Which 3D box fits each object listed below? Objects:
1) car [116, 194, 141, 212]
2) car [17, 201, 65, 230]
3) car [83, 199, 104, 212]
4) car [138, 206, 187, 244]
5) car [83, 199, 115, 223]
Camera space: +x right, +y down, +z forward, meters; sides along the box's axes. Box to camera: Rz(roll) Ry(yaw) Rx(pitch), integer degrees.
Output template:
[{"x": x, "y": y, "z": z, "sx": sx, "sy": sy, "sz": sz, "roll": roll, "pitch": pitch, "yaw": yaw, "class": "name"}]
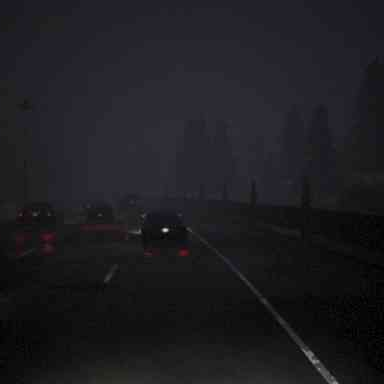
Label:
[{"x": -7.373, "y": 1.202, "z": 38.211, "sx": 2.150, "sy": 2.045, "sz": 5.566, "roll": 0, "pitch": 0, "yaw": -21, "class": "car"}, {"x": -9.612, "y": 1.353, "z": 21.453, "sx": 2.097, "sy": 1.767, "sz": 4.553, "roll": 0, "pitch": 0, "yaw": -12, "class": "car"}, {"x": -11.931, "y": 1.553, "z": 39.985, "sx": 1.994, "sy": 1.385, "sz": 4.181, "roll": 0, "pitch": 0, "yaw": -22, "class": "car"}, {"x": -1.401, "y": 1.552, "z": 15.747, "sx": 1.994, "sy": 1.385, "sz": 4.181, "roll": 0, "pitch": 0, "yaw": -8, "class": "car"}, {"x": -7.007, "y": 1.469, "z": 25.519, "sx": 1.882, "sy": 1.535, "sz": 5.008, "roll": 0, "pitch": 0, "yaw": -14, "class": "car"}]
